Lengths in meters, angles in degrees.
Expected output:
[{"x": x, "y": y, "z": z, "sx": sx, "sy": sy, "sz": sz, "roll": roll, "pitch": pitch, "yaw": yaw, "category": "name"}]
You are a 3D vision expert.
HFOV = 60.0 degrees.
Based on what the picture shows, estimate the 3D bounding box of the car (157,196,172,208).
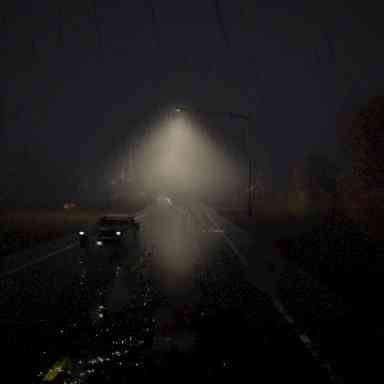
[{"x": -4.724, "y": 1.620, "z": 56.604, "sx": 2.150, "sy": 2.045, "sz": 5.566, "roll": 0, "pitch": 0, "yaw": -6, "category": "car"}]

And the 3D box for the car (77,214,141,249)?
[{"x": -3.597, "y": 1.702, "z": 15.153, "sx": 1.895, "sy": 1.301, "sz": 4.718, "roll": 0, "pitch": 0, "yaw": 0, "category": "car"}]
